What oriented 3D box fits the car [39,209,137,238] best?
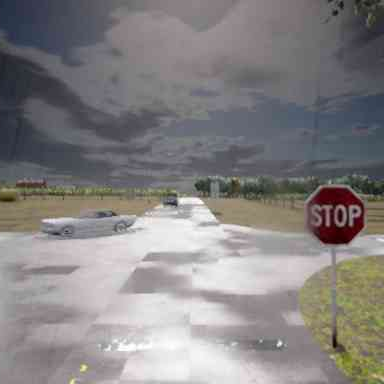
[{"bbox_3d":[-5.397,1.578,17.553,4.718,1.301,1.895,-1,1,-42],"label":"car"}]

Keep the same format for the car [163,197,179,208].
[{"bbox_3d":[-2.683,1.299,42.861,1.895,1.301,4.718,0,1,0],"label":"car"}]
